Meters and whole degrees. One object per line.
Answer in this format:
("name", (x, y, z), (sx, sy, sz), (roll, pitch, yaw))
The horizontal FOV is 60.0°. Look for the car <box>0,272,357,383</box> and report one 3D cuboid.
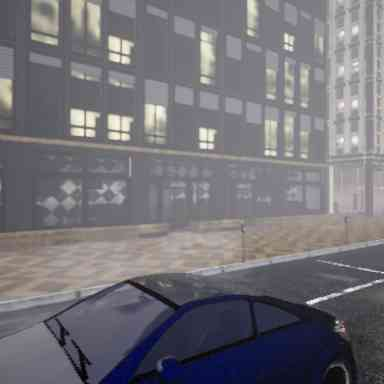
("car", (-0.317, 1.570, 3.141), (4.181, 1.385, 1.994), (0, 0, -35))
